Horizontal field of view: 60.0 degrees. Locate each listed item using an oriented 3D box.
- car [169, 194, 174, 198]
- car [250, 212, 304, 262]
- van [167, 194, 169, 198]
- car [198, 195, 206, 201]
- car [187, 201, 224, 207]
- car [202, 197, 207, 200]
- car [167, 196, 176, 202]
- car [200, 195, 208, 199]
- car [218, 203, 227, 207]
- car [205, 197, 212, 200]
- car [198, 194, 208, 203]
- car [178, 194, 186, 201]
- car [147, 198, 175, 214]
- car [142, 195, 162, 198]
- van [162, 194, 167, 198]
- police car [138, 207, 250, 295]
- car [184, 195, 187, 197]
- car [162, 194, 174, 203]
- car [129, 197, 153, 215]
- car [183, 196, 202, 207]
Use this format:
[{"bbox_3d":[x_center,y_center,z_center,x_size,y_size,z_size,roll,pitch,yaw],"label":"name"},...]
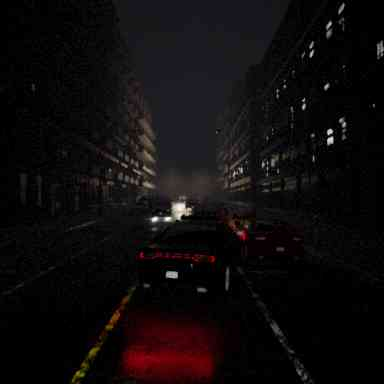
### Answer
[{"bbox_3d":[-5.244,1.431,67.358,2.192,1.841,5.009,1,0,0],"label":"car"},{"bbox_3d":[2.592,1.548,11.984,1.887,1.381,4.507,1,0,0],"label":"car"},{"bbox_3d":[-5.253,1.421,56.298,1.690,1.788,3.998,1,0,0],"label":"van"},{"bbox_3d":[2.613,1.643,89.417,1.967,1.590,4.097,1,0,0],"label":"car"},{"bbox_3d":[0.837,1.487,18.653,1.882,1.535,5.008,0,0,0],"label":"car"},{"bbox_3d":[2.611,1.591,39.638,2.008,1.369,4.403,1,0,0],"label":"car"},{"bbox_3d":[-5.239,1.744,83.950,1.947,1.339,4.313,1,0,0],"label":"car"},{"bbox_3d":[2.623,1.624,56.230,1.887,1.381,4.507,1,0,0],"label":"car"},{"bbox_3d":[2.597,1.533,17.686,1.752,1.417,4.829,1,0,0],"label":"car"},{"bbox_3d":[2.607,1.576,34.106,1.887,1.381,4.507,1,0,0],"label":"car"},{"bbox_3d":[2.609,1.470,78.354,2.192,1.841,5.009,1,0,0],"label":"car"},{"bbox_3d":[-2.684,1.451,94.582,2.150,2.045,5.566,0,-1,0],"label":"car"},{"bbox_3d":[-2.826,1.576,32.555,2.033,1.411,5.357,0,0,0],"label":"car"},{"bbox_3d":[-5.263,1.356,39.707,2.192,1.841,5.009,2,0,0],"label":"car"},{"bbox_3d":[-5.256,1.406,50.766,1.690,1.788,3.998,2,0,0],"label":"van"},{"bbox_3d":[0.281,1.427,9.035,1.930,1.638,5.238,0,0,15],"label":"police car"},{"bbox_3d":[0.041,1.653,59.372,1.994,1.385,4.181,0,0,0],"label":"car"},{"bbox_3d":[-5.241,1.450,72.888,2.192,1.841,5.009,1,0,0],"label":"car"},{"bbox_3d":[-5.272,1.556,34.005,1.752,1.417,4.829,2,0,0],"label":"car"},{"bbox_3d":[0.047,1.654,45.859,1.895,1.301,4.718,0,0,0],"label":"car"}]
